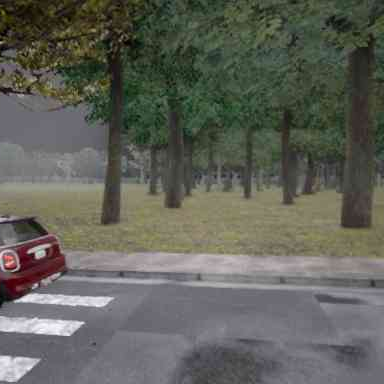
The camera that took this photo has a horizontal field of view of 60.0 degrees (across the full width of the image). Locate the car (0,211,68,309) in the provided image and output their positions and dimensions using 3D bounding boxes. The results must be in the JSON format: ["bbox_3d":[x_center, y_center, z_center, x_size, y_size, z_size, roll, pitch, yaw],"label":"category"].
[{"bbox_3d":[-5.067,1.257,6.879,4.553,1.767,2.097,0,2,9],"label":"car"}]
